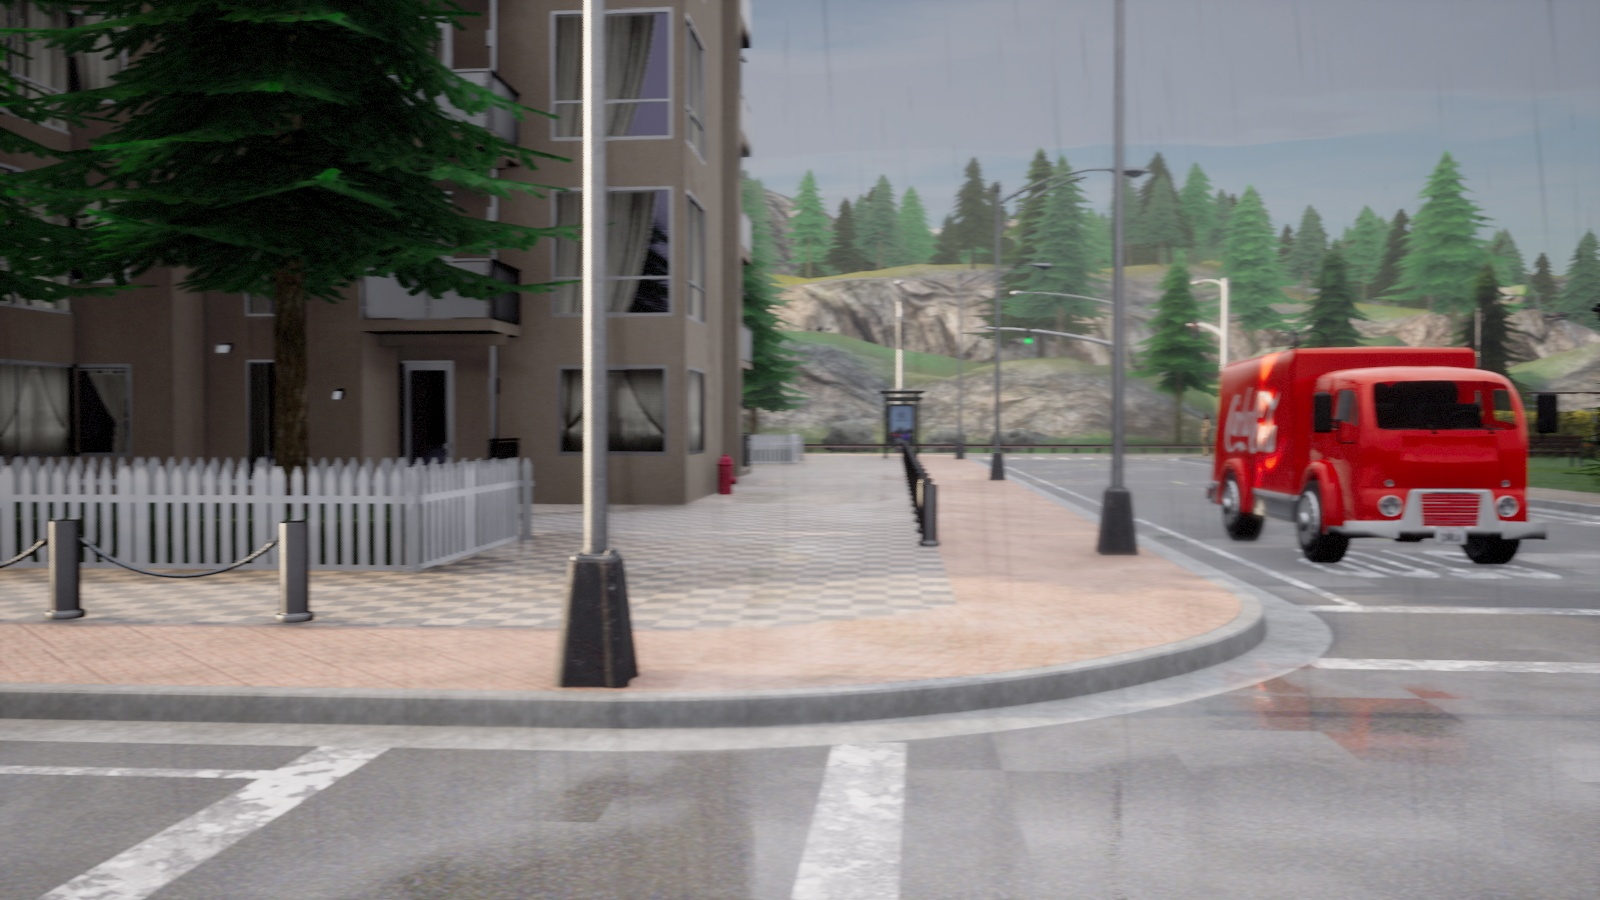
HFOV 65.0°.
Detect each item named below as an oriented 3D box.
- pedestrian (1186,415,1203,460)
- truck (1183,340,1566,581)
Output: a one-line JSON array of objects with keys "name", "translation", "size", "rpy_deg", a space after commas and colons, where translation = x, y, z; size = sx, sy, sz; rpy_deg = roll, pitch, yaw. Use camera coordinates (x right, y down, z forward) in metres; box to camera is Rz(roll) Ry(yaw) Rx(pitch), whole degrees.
[{"name": "pedestrian", "translation": [17.163, -0.543, 54.612], "size": [0.692, 1.930, 0.396], "rpy_deg": [1, 1, 16]}, {"name": "truck", "translation": [6.706, 0.053, 15.563], "size": [2.627, 2.467, 5.204], "rpy_deg": [0, 1, 4]}]
